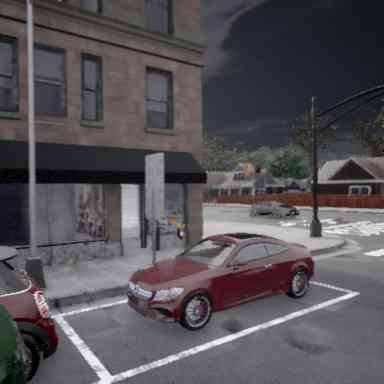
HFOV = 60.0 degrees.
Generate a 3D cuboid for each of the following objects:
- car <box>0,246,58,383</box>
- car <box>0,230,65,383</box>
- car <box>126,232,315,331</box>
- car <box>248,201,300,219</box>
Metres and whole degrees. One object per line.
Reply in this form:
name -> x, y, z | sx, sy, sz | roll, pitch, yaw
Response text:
car -> -3.309, 1.254, 0.604 | 5.566, 2.045, 2.150 | -1, 1, -35
car -> -3.745, 1.455, 3.524 | 4.097, 1.590, 1.967 | -1, 1, -35
car -> 0.769, 1.523, 6.702 | 4.206, 1.307, 1.802 | -1, 1, -35
car -> 6.524, 1.390, 26.825 | 1.994, 1.385, 4.181 | -1, 0, -35
